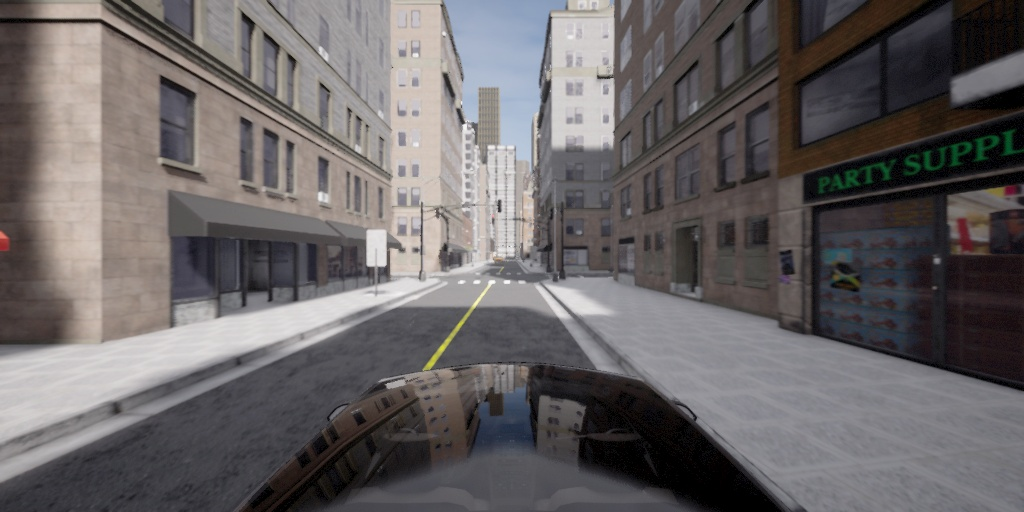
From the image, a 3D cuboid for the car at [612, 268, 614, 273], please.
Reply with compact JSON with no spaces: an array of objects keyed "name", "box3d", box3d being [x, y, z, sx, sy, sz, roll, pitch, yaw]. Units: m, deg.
[{"name":"car","box3d":[11.432,1.171,31.733,4.902,1.511,2.128,0,0,0]}]
